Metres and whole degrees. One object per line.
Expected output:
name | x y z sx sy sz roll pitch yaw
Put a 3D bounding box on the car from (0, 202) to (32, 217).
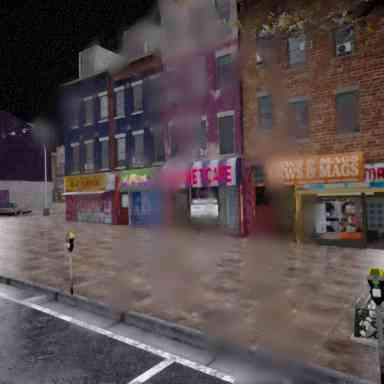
car | -17.553 1.621 30.214 2.033 1.411 5.357 -2 -1 39
